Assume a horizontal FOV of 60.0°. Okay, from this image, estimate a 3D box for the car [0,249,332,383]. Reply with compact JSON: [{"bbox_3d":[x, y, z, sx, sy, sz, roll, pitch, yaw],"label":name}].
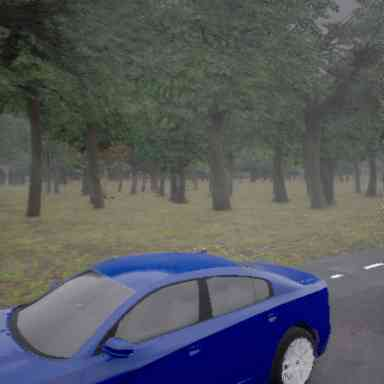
[{"bbox_3d":[-0.535,1.475,3.608,5.008,1.535,1.882,0,0,-35],"label":"car"}]
